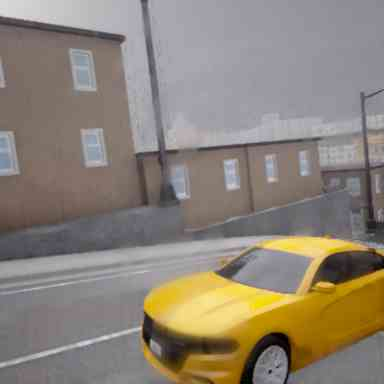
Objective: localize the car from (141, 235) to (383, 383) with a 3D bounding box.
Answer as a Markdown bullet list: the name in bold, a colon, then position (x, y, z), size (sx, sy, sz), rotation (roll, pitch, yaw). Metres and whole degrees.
- **car**: position (1.640, 1.501, 5.199), size (5.008, 1.535, 1.882), rotation (0, 0, -35)
